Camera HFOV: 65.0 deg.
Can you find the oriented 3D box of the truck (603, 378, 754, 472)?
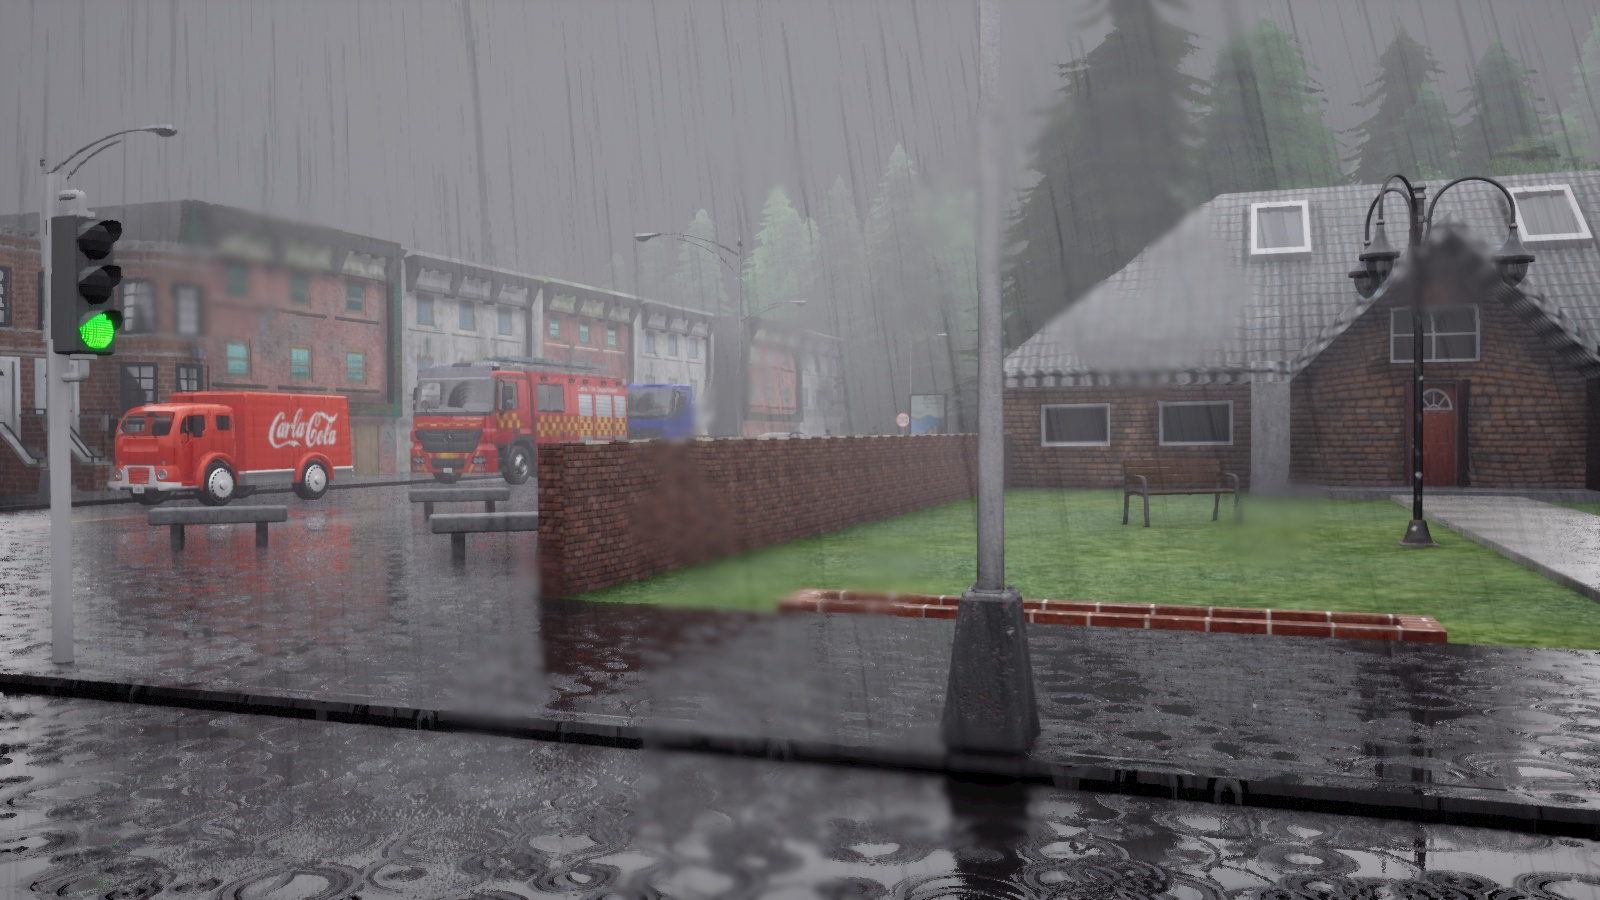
[{"bbox_3d":[-4.694,-0.980,50.418,2.891,3.462,7.936,1,1,20],"label":"truck"}]

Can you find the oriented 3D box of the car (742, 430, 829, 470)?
[{"bbox_3d":[-0.506,-0.033,50.259,2.007,1.525,4.514,1,1,20],"label":"car"}]

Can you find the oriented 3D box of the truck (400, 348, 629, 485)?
[{"bbox_3d":[-8.667,-1.003,39.476,2.891,3.827,8.468,1,1,20],"label":"truck"}]

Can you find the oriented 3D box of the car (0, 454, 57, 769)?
[{"bbox_3d":[-6.079,0.734,5.995,4.674,1.442,1.812,1,1,20],"label":"car"}]

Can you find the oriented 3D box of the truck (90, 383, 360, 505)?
[{"bbox_3d":[-12.732,-0.161,28.262,2.627,2.467,5.204,1,1,20],"label":"truck"}]
